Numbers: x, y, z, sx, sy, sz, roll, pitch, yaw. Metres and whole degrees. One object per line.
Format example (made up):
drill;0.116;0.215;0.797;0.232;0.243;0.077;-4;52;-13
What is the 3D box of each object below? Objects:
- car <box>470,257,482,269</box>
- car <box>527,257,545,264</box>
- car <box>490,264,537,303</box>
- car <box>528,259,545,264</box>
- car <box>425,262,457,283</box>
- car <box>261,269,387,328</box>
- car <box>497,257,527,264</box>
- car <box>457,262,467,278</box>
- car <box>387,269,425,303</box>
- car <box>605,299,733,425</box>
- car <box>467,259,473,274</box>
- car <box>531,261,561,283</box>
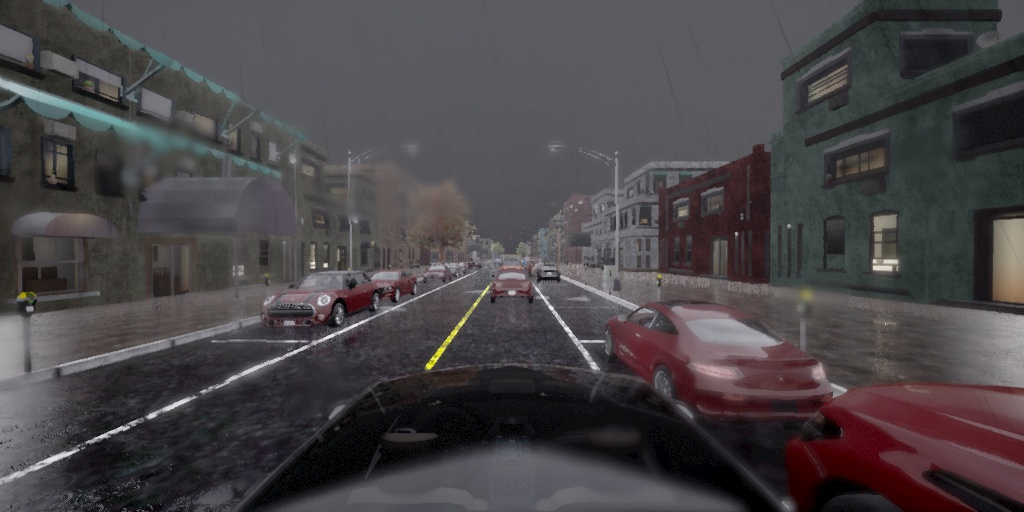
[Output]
car;-5.687;1.052;55.535;2.192;1.841;5.009;0;0;0
car;2.694;1.056;38.893;2.192;1.841;5.009;0;0;0
car;-0.001;1.280;16.502;1.812;1.442;4.674;0;0;0
car;2.695;1.268;33.513;1.751;1.417;4.829;0;0;0
car;-5.687;1.326;27.793;1.802;1.307;4.207;0;0;0
car;-5.687;1.187;11.148;1.967;1.591;4.097;0;0;0
car;-0.001;1.110;31.472;2.097;1.767;4.553;0;0;0
car;-5.687;1.293;33.341;2.007;1.370;4.403;0;0;0
car;-5.687;1.291;16.697;1.888;1.381;4.507;0;0;0
car;2.694;1.330;5.602;1.802;1.307;4.207;0;0;0
car;-5.687;1.323;38.890;1.802;1.307;4.207;0;0;0
car;2.694;1.310;27.796;1.948;1.339;4.313;0;0;0
